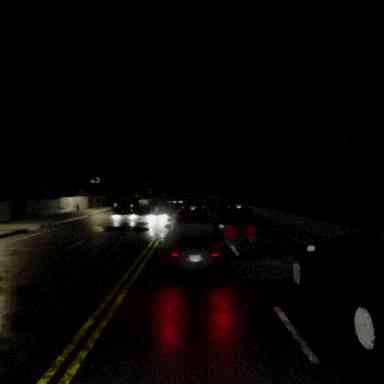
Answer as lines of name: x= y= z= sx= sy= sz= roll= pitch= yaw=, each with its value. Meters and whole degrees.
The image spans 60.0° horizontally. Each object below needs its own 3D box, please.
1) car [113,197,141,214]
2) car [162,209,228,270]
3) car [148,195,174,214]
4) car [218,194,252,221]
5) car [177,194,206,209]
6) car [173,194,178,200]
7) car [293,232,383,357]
car: x=-6.603 y=1.264 z=34.045 sx=2.097 sy=1.767 sz=4.553 roll=0 pitch=0 yaw=0
car: x=0.089 y=1.496 z=10.745 sx=1.812 sy=1.442 sz=4.674 roll=0 pitch=0 yaw=0
car: x=-3.355 y=1.403 z=34.113 sx=2.128 sy=1.511 sz=4.902 roll=0 pitch=0 yaw=0
car: x=3.337 y=1.153 z=26.333 sx=2.150 sy=2.045 sz=5.566 roll=0 pitch=0 yaw=0
car: x=0.085 y=1.281 z=27.076 sx=2.097 sy=1.767 sz=4.553 roll=0 pitch=0 yaw=0
car: x=-3.271 y=1.185 z=75.728 sx=1.994 sy=1.385 sz=4.181 roll=0 pitch=0 yaw=0
car: x=3.326 y=1.461 z=6.021 sx=1.882 sy=1.535 sz=5.008 roll=0 pitch=0 yaw=0
